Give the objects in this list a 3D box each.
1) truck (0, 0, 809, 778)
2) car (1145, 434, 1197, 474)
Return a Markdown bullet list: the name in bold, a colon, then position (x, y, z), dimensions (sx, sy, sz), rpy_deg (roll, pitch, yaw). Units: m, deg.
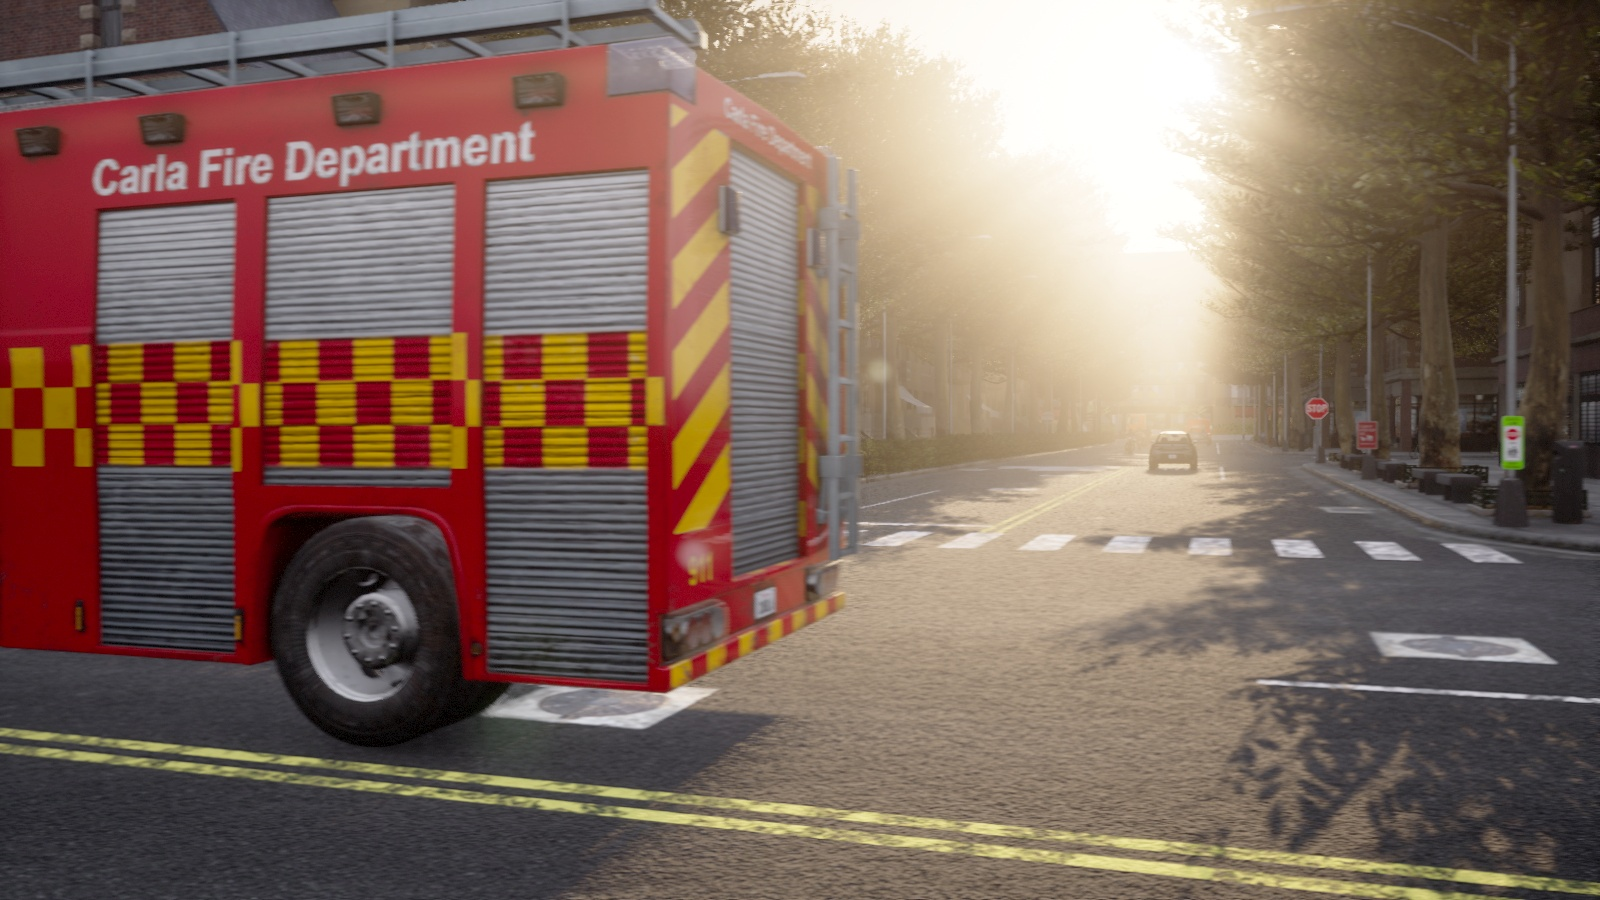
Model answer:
- **truck**: position (-4.422, -0.489, 8.357), dimensions (8.468, 3.827, 2.891), rpy_deg (1, 1, 19)
- **car**: position (14.354, 0.118, 48.465), dimensions (1.816, 1.474, 4.193), rpy_deg (1, 1, 18)
